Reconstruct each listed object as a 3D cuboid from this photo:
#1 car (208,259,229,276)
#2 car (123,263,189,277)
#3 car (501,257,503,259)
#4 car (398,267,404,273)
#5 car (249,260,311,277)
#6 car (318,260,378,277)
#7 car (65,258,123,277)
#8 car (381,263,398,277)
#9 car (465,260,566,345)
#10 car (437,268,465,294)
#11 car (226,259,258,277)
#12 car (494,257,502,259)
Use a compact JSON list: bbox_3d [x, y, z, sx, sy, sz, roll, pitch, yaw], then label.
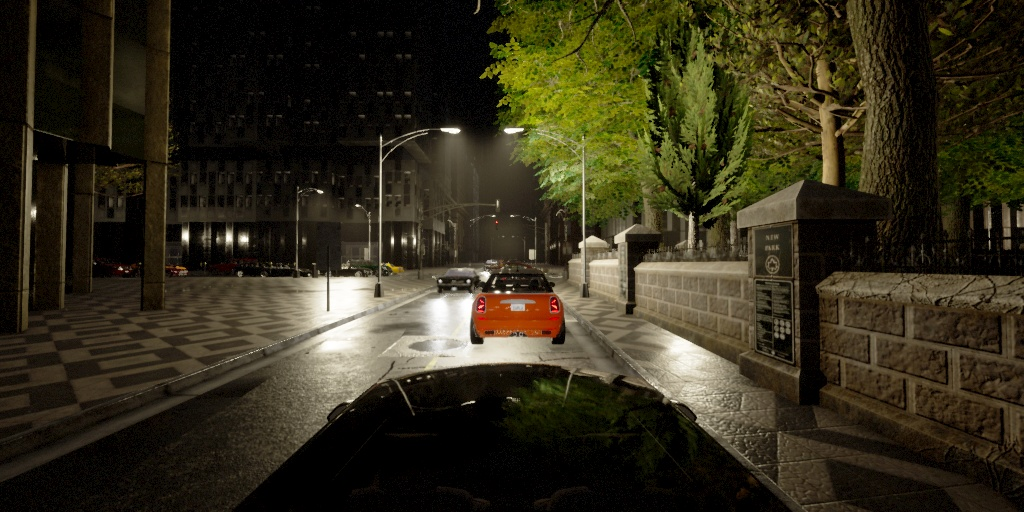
[{"bbox_3d":[-30.967,1.236,40.172,5.009,1.841,2.192,0,0,1],"label":"car"},{"bbox_3d":[-31.045,1.320,31.649,4.207,1.307,1.802,0,0,1],"label":"car"},{"bbox_3d":[-2.811,1.370,61.145,1.837,1.490,4.892,0,0,1],"label":"car"},{"bbox_3d":[-14.600,1.425,40.008,4.829,1.417,1.751,0,0,1],"label":"car"},{"bbox_3d":[-20.020,1.289,31.539,4.313,1.339,1.948,0,0,1],"label":"car"},{"bbox_3d":[-14.507,1.267,31.483,4.403,1.370,2.007,0,0,1],"label":"car"},{"bbox_3d":[-36.558,1.060,31.705,5.009,1.841,2.192,0,0,1],"label":"car"},{"bbox_3d":[-13.738,1.125,34.156,4.553,1.767,2.097,0,-1,0],"label":"car"},{"bbox_3d":[0.129,1.107,9.707,2.097,1.767,4.553,0,0,0],"label":"car"},{"bbox_3d":[-2.920,1.368,20.376,1.895,1.301,4.718,0,0,0],"label":"car"},{"bbox_3d":[-23.883,1.291,34.256,4.892,1.490,1.837,0,-1,0],"label":"car"},{"bbox_3d":[-2.874,1.326,50.770,2.128,1.511,4.902,0,0,0],"label":"car"}]
